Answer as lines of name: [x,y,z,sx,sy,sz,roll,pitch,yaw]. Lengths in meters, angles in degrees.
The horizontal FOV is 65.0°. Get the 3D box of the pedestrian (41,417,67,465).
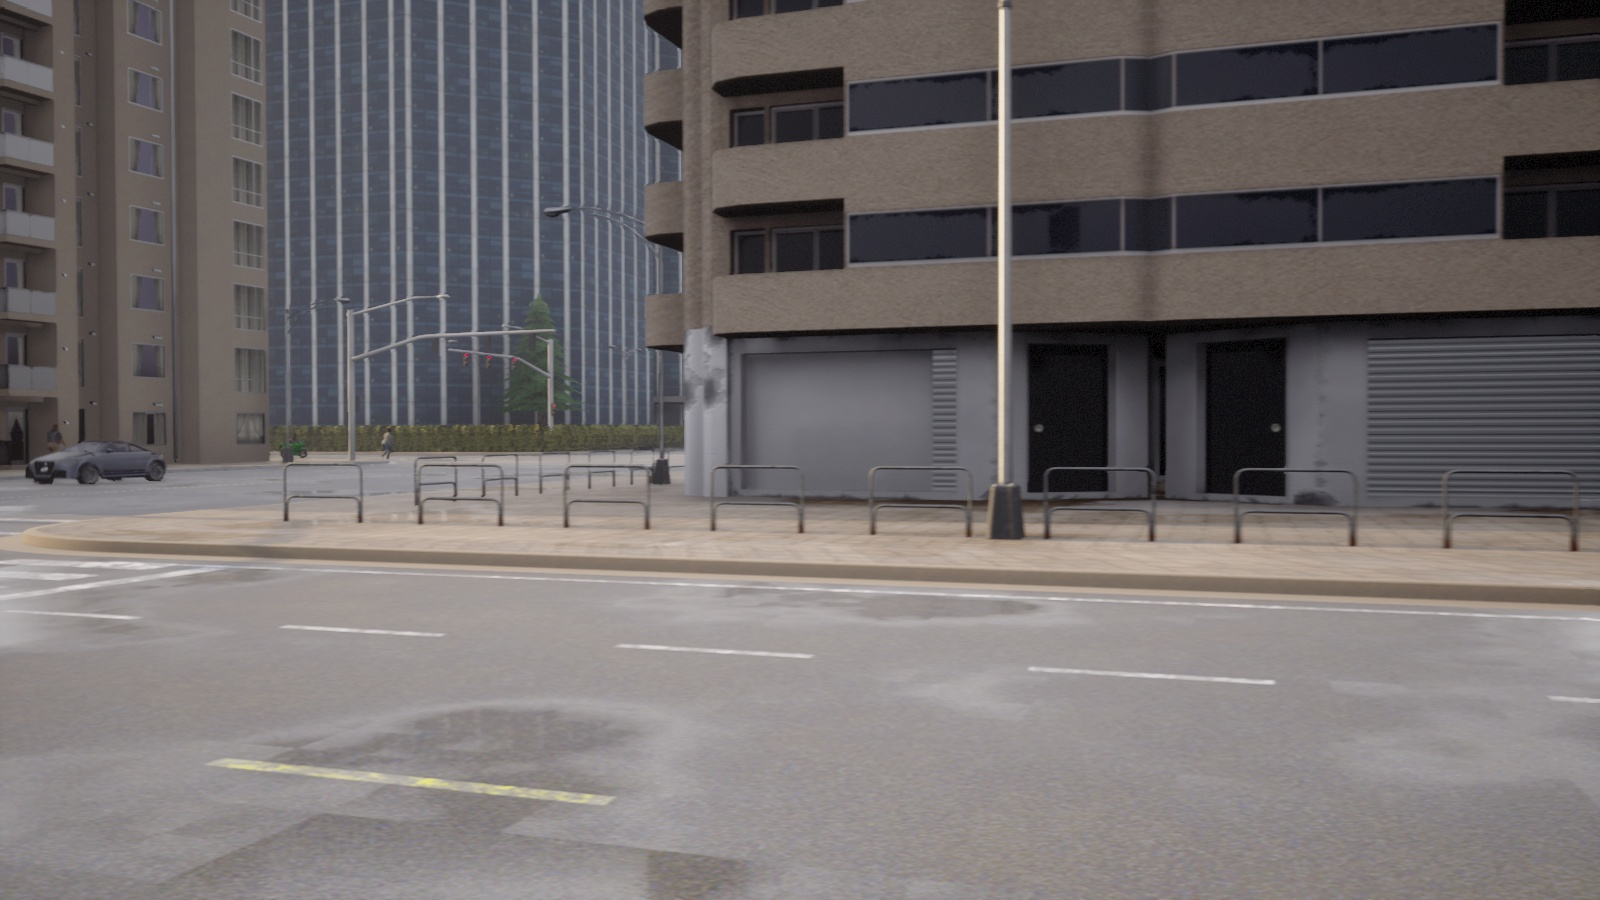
pedestrian: [-29.206,-0.356,49.143,0.540,1.848,0.694,0,1,15]

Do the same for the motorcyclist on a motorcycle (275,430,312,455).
motorcyclist on a motorcycle: [-30.855,-0.476,76.461,2.044,1.523,0.797,1,1,18]

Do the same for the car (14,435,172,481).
car: [-22.617,0.214,40.377,1.994,1.385,4.181,1,1,18]

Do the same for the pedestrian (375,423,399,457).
pedestrian: [-23.252,-0.569,70.699,0.874,1.855,0.900,1,1,34]
